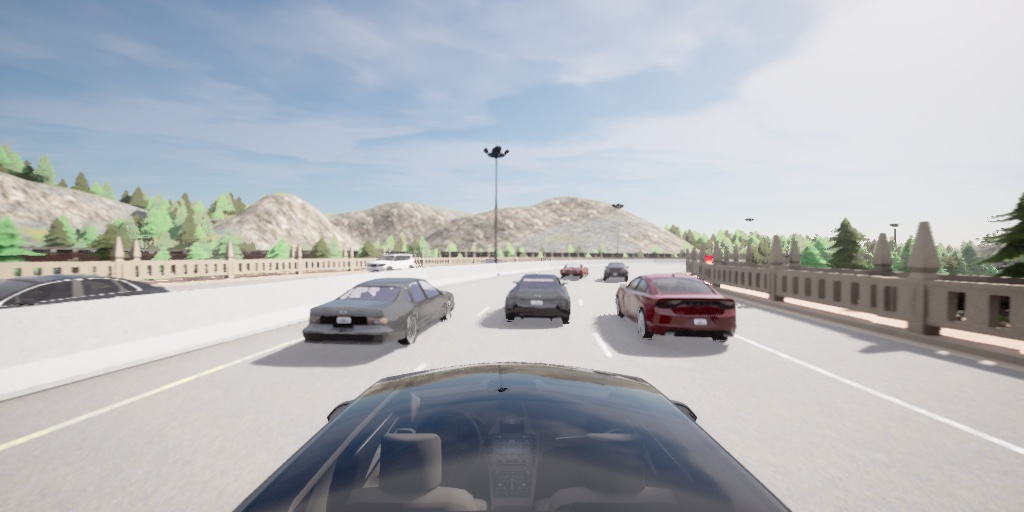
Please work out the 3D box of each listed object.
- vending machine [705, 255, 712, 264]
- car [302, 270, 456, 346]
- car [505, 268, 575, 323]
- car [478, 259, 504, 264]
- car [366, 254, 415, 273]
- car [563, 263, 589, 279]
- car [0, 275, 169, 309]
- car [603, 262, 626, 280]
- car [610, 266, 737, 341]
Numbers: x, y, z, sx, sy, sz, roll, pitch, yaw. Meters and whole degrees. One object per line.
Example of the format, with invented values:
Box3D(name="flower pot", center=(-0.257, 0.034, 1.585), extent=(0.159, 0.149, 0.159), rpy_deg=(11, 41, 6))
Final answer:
Box3D(name="vending machine", center=(19.876, 0.916, 36.438), extent=(1.100, 2.100, 0.880), rpy_deg=(0, 0, 27))
Box3D(name="car", center=(-2.963, 1.260, 9.314), extent=(2.033, 1.411, 5.357), rpy_deg=(0, 0, 5))
Box3D(name="car", center=(0.946, 1.284, 12.154), extent=(1.994, 1.385, 4.181), rpy_deg=(0, 0, 7))
Box3D(name="car", center=(-2.800, 1.136, 47.734), extent=(2.033, 1.411, 5.357), rpy_deg=(0, 0, 26))
Box3D(name="car", center=(-11.798, 0.812, 35.290), extent=(2.150, 2.045, 5.566), rpy_deg=(0, 0, 19))
Box3D(name="car", center=(5.583, 1.278, 31.515), extent=(1.895, 1.301, 4.718), rpy_deg=(0, 0, 19))
Box3D(name="car", center=(-10.226, 1.193, 7.671), extent=(1.837, 1.490, 4.892), rpy_deg=(0, 0, 4))
Box3D(name="car", center=(8.644, 1.221, 29.631), extent=(1.812, 1.442, 4.674), rpy_deg=(0, 0, 19))
Box3D(name="car", center=(4.189, 1.219, 9.961), extent=(1.882, 1.535, 5.008), rpy_deg=(0, 0, 6))
